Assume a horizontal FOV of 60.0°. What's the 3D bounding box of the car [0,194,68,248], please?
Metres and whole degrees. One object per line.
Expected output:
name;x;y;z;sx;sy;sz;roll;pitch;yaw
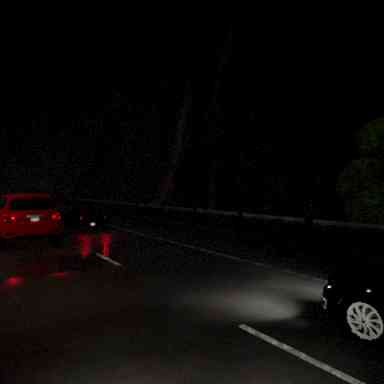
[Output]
car;-7.319;1.082;14.519;2.150;2.045;5.566;0;1;-34

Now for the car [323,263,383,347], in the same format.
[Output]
car;4.027;1.473;4.034;1.837;1.490;4.892;0;1;-34

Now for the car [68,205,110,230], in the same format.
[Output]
car;-6.577;1.400;19.672;1.895;1.301;4.718;0;1;-34
